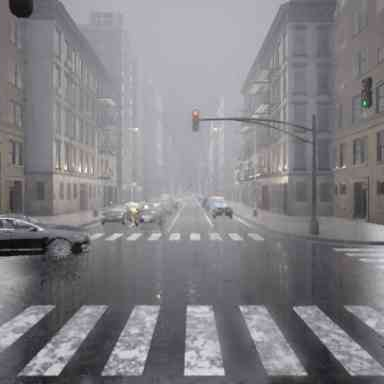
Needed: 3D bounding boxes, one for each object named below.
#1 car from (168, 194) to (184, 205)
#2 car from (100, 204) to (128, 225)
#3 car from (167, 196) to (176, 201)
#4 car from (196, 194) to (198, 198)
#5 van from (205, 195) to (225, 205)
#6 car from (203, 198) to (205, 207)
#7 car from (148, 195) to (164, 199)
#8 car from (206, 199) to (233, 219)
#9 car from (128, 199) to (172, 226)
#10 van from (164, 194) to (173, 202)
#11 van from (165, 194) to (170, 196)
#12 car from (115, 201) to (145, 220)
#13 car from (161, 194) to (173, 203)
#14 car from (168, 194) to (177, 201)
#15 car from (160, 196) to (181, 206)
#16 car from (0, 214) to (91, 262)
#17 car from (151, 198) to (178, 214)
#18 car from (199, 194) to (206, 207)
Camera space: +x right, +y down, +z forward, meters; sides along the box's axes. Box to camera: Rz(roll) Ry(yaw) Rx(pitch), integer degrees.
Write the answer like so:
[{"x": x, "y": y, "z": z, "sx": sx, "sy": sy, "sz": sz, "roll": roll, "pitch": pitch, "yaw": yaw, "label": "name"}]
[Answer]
[{"x": -2.794, "y": 1.579, "z": 58.217, "sx": 1.882, "sy": 1.535, "sz": 5.008, "roll": 0, "pitch": 0, "yaw": 0, "label": "car"}, {"x": -5.405, "y": 1.593, "z": 24.287, "sx": 2.008, "sy": 1.369, "sz": 4.403, "roll": 0, "pitch": 0, "yaw": 0, "label": "car"}, {"x": -5.505, "y": 1.706, "z": 89.162, "sx": 2.008, "sy": 1.369, "sz": 4.403, "roll": 0, "pitch": 0, "yaw": 0, "label": "car"}, {"x": 2.602, "y": 1.691, "z": 83.762, "sx": 1.887, "sy": 1.381, "sz": 4.507, "roll": 0, "pitch": 0, "yaw": 0, "label": "car"}, {"x": 2.619, "y": 1.401, "z": 35.106, "sx": 1.690, "sy": 1.788, "sz": 3.998, "roll": 0, "pitch": 0, "yaw": 0, "label": "van"}, {"x": 2.617, "y": 1.652, "z": 40.512, "sx": 1.802, "sy": 1.307, "sz": 4.206, "roll": 0, "pitch": 0, "yaw": 0, "label": "car"}, {"x": -5.438, "y": 1.519, "z": 45.913, "sx": 1.967, "sy": 1.590, "sz": 4.097, "roll": 0, "pitch": 0, "yaw": 0, "label": "car"}, {"x": 2.621, "y": 1.602, "z": 29.700, "sx": 2.008, "sy": 1.369, "sz": 4.403, "roll": 0, "pitch": 0, "yaw": 0, "label": "car"}, {"x": -2.863, "y": 1.532, "z": 23.657, "sx": 2.128, "sy": 1.511, "sz": 4.902, "roll": 0, "pitch": 0, "yaw": 0, "label": "car"}, {"x": -5.488, "y": 1.478, "z": 78.350, "sx": 1.690, "sy": 1.788, "sz": 3.998, "roll": 0, "pitch": 0, "yaw": 0, "label": "van"}, {"x": -5.471, "y": 1.458, "z": 67.537, "sx": 1.690, "sy": 1.788, "sz": 3.998, "roll": 0, "pitch": 0, "yaw": 0, "label": "van"}, {"x": -5.413, "y": 1.576, "z": 29.524, "sx": 1.752, "sy": 1.417, "sz": 4.829, "roll": 0, "pitch": 0, "yaw": 0, "label": "car"}, {"x": -5.480, "y": 1.442, "z": 72.943, "sx": 2.192, "sy": 1.841, "sz": 5.009, "roll": 0, "pitch": 0, "yaw": 0, "label": "car"}, {"x": -5.513, "y": 1.480, "z": 94.569, "sx": 2.192, "sy": 1.841, "sz": 5.009, "roll": 0, "pitch": 0, "yaw": 0, "label": "car"}, {"x": -2.861, "y": 1.639, "z": 43.554, "sx": 1.994, "sy": 1.385, "sz": 4.181, "roll": 0, "pitch": 0, "yaw": 1, "label": "car"}, {"x": -5.946, "y": 1.493, "z": 11.062, "sx": 4.902, "sy": 1.511, "sz": 2.128, "roll": 0, "pitch": 0, "yaw": -18, "label": "car"}, {"x": -2.865, "y": 1.605, "z": 33.540, "sx": 2.033, "sy": 1.411, "sz": 5.357, "roll": 0, "pitch": 0, "yaw": 0, "label": "car"}, {"x": 2.614, "y": 1.404, "z": 51.325, "sx": 2.192, "sy": 1.841, "sz": 5.009, "roll": 0, "pitch": 0, "yaw": 0, "label": "car"}]
